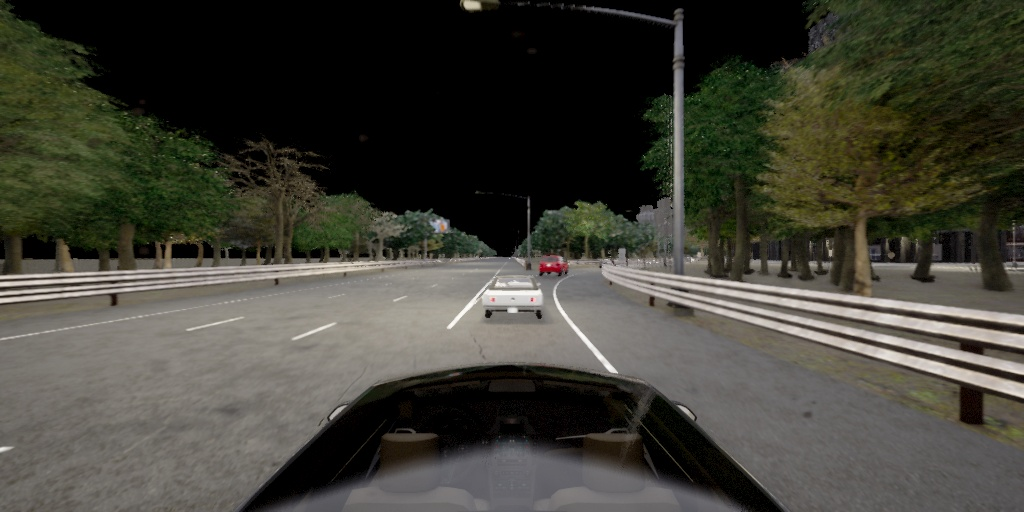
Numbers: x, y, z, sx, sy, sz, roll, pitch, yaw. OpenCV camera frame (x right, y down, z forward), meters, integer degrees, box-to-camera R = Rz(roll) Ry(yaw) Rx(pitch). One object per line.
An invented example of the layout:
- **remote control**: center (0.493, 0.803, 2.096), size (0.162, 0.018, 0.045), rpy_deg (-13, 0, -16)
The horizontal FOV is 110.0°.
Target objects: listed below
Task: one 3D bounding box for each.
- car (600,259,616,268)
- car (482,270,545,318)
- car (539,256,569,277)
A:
- **car**: center (16.120, 1.266, 59.605), size (1.812, 1.442, 4.674), rpy_deg (0, 0, 35)
- **car**: center (0.115, 1.353, 13.083), size (1.895, 1.301, 4.718), rpy_deg (0, 0, 2)
- **car**: center (4.336, 0.983, 36.569), size (2.150, 2.045, 5.566), rpy_deg (0, 0, 18)
